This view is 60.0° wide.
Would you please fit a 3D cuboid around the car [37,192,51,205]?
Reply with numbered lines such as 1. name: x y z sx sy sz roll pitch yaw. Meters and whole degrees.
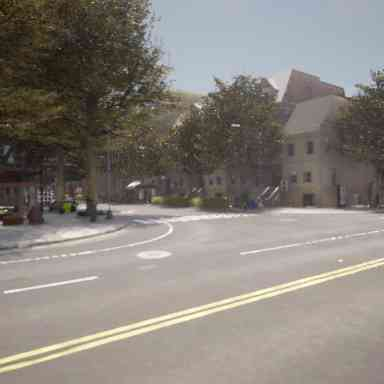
1. car: -22.953 1.011 51.843 2.435 2.045 5.566 -1 1 -35

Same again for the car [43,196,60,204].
1. car: -25.860 1.398 61.276 1.895 1.301 4.718 -1 1 -35

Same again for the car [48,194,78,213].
1. car: -15.150 1.293 39.767 2.231 1.521 4.892 -1 1 -35
